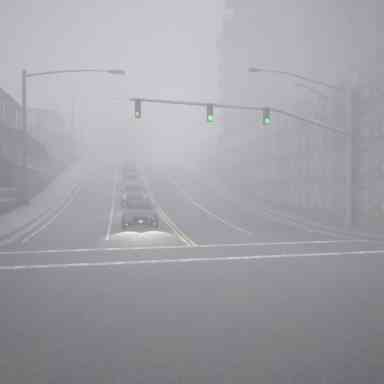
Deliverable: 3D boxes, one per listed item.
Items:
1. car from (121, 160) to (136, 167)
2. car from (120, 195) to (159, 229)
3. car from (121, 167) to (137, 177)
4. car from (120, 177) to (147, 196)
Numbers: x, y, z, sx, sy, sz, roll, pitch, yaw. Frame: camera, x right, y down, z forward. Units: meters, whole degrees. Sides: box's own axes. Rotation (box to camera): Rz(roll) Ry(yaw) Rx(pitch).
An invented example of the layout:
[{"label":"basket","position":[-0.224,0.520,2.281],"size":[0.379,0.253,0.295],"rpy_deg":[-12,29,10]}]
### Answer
[{"label":"car","position":[-8.936,-3.635,46.575],"size":[1.882,1.535,5.008],"rpy_deg":[0,12,-12]},{"label":"car","position":[-3.090,1.224,19.416],"size":[1.994,1.385,4.181],"rpy_deg":[0,4,-12]},{"label":"car","position":[-6.815,-1.363,36.631],"size":[2.033,1.411,5.357],"rpy_deg":[0,12,-12]},{"label":"car","position":[-4.822,0.127,27.426],"size":[2.097,1.767,4.553],"rpy_deg":[0,8,-13]}]
